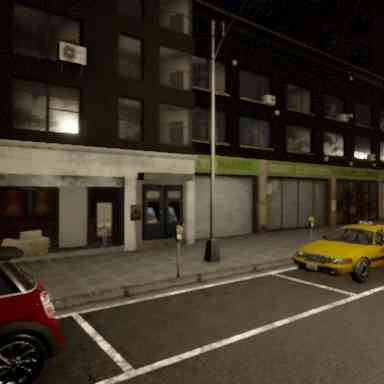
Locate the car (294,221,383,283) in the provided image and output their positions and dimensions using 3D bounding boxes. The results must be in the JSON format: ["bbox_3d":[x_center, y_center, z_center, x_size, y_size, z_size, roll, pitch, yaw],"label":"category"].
[{"bbox_3d":[4.974,1.550,9.751,4.829,1.417,1.752,0,0,-36],"label":"car"}]

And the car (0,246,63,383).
[{"bbox_3d":[-3.692,1.438,3.553,4.097,1.590,1.967,0,0,-36],"label":"car"}]
